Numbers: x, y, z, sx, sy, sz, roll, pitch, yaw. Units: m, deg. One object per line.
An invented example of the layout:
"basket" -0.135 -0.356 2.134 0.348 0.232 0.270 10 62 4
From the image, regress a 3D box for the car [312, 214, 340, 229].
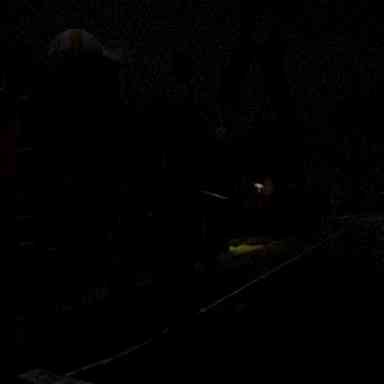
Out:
"car" 17.259 3.778 43.132 1.905 1.878 3.866 4 -4 -13
